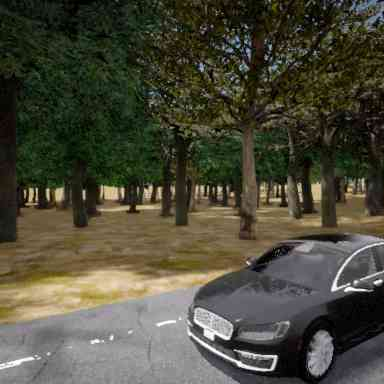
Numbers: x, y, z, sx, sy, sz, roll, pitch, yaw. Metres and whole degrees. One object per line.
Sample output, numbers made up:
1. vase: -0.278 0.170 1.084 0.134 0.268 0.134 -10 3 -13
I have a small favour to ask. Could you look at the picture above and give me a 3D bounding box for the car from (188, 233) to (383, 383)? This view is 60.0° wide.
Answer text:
1. car: 2.202 1.501 5.490 4.892 1.490 1.837 0 0 -35
